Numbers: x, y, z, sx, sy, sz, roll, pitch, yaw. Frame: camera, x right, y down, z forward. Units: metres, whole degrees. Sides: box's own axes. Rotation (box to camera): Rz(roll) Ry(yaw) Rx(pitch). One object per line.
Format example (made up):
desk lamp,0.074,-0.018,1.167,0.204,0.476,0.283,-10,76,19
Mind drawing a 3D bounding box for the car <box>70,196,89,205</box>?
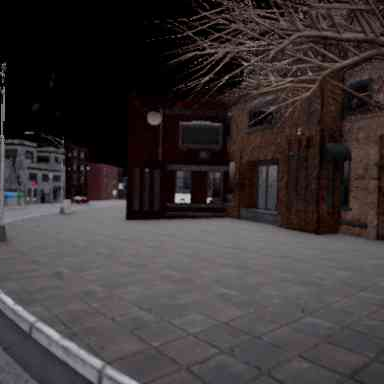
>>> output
car,-19.630,1.478,58.017,1.882,1.535,5.008,2,0,3
